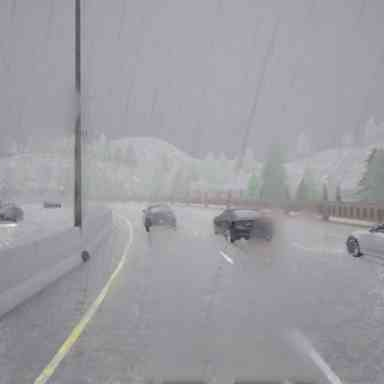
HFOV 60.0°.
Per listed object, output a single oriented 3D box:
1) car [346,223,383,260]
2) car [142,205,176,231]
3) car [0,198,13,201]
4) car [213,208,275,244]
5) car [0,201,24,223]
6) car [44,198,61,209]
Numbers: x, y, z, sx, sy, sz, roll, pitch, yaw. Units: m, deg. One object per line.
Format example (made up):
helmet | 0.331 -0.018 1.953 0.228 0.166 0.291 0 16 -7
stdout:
car | 6.562 1.527 9.967 1.812 1.442 4.674 0 0 -5
car | -2.132 1.551 21.052 1.812 1.442 4.674 0 0 -11
car | -34.141 1.786 61.118 2.128 1.511 4.902 0 0 -42
car | 2.311 1.489 16.050 1.882 1.535 5.008 0 0 -8
car | -14.244 1.622 25.498 1.994 1.385 4.181 0 0 -16
car | -20.072 1.633 47.825 1.882 1.535 5.008 0 0 -30
